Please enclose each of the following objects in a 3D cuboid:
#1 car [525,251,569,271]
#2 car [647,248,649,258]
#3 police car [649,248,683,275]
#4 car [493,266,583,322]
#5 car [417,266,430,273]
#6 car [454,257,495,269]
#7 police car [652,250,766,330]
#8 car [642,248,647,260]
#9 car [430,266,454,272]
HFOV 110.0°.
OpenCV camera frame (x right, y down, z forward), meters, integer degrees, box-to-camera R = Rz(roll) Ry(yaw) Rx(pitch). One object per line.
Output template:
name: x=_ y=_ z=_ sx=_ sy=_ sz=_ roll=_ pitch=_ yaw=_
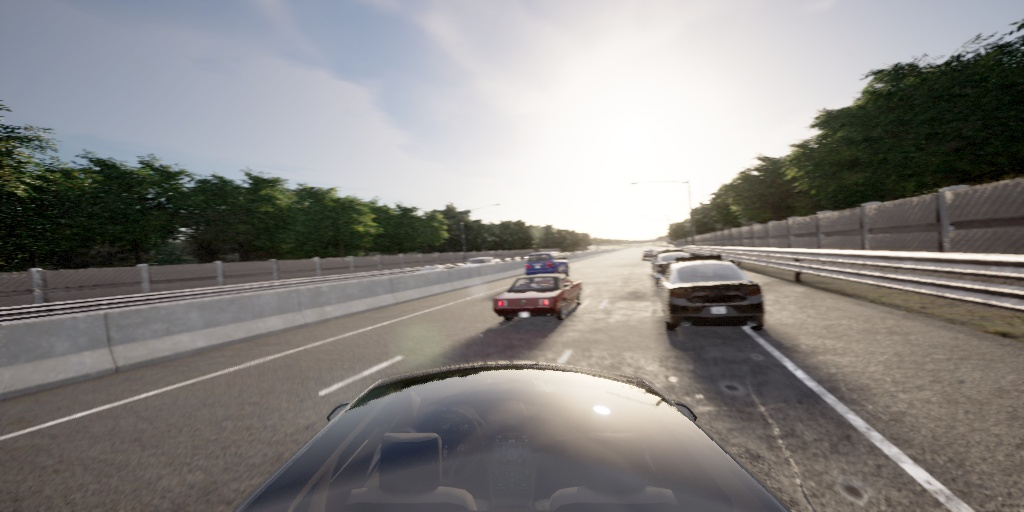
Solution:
car: x=2.631 y=0.725 z=25.921 sx=2.150 sy=2.045 sz=5.566 roll=-4 pitch=0 yaw=21
car: x=10.482 y=0.247 z=24.242 sx=2.097 sy=1.767 sz=4.553 roll=-4 pitch=0 yaw=21
police car: x=8.425 y=0.490 z=18.759 sx=1.930 sy=1.638 sz=5.238 roll=-4 pitch=0 yaw=21
car: x=1.104 y=1.246 z=11.873 sx=1.895 sy=1.301 sz=4.718 roll=-4 pitch=0 yaw=21
car: x=-9.702 y=1.959 z=43.128 sx=1.812 sy=1.442 sz=4.674 roll=-4 pitch=0 yaw=21
car: x=-3.704 y=1.193 z=39.315 sx=2.150 sy=2.045 sz=5.566 roll=-4 pitch=0 yaw=21
police car: x=4.904 y=0.779 z=9.402 sx=1.930 sy=1.638 sz=5.238 roll=-4 pitch=0 yaw=21
car: x=18.999 y=-0.267 z=49.811 sx=2.033 sy=1.411 sz=5.357 roll=-4 pitch=0 yaw=21
car: x=-6.858 y=1.817 z=40.764 sx=1.895 sy=1.301 sz=4.718 roll=-4 pitch=0 yaw=21
